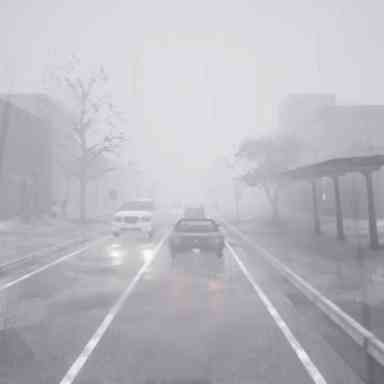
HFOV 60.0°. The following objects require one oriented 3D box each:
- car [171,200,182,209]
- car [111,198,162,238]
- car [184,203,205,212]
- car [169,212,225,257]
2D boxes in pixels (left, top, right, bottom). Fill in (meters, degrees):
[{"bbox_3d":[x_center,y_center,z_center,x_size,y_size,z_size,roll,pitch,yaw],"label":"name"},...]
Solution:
[{"bbox_3d":[-2.736,2.247,60.858,2.128,1.511,4.902,0,-1,1],"label":"car"},{"bbox_3d":[-3.008,1.386,19.155,2.150,2.045,5.566,0,-1,0],"label":"car"},{"bbox_3d":[0.254,1.826,31.644,1.882,1.535,5.008,0,-1,0],"label":"car"},{"bbox_3d":[0.163,1.678,13.233,1.895,1.301,4.718,0,-1,0],"label":"car"}]
